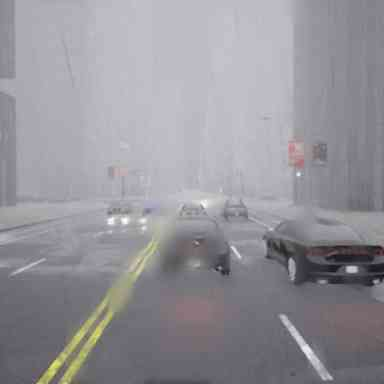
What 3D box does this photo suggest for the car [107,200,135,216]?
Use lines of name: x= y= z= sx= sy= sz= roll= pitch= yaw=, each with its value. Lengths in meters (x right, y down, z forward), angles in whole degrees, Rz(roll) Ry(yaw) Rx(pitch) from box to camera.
car: x=-6.594 y=1.475 z=31.217 sx=1.994 sy=1.385 sz=4.181 roll=0 pitch=0 yaw=0

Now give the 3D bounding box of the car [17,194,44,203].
car: x=-30.147 y=1.257 z=62.374 sx=5.009 sy=1.841 sz=2.192 roll=0 pitch=1 yaw=0

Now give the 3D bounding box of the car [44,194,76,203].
car: x=-24.720 y=1.489 z=62.382 sx=4.313 sy=1.339 sz=1.947 roll=0 pitch=1 yaw=0

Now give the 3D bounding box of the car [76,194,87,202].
car: x=-24.722 y=1.208 z=70.902 sx=4.097 sy=1.590 sz=1.967 roll=0 pitch=1 yaw=0

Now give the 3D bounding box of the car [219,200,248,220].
car: x=3.341 y=1.417 z=26.955 sx=2.128 sy=1.511 sz=4.902 roll=0 pitch=0 yaw=0

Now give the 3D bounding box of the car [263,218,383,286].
car: x=3.330 y=1.455 z=9.411 sx=1.882 sy=1.535 sz=5.008 roll=0 pitch=0 yaw=0

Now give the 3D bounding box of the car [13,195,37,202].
car: x=-35.571 y=1.388 z=70.901 sx=4.206 sy=1.307 sz=1.802 roll=0 pitch=1 yaw=0

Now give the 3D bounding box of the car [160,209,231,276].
car: x=0.082 y=1.478 z=10.280 sx=1.837 sy=1.490 sz=4.892 roll=0 pitch=0 yaw=0

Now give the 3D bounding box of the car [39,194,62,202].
car: x=-30.147 y=1.227 z=70.900 sx=4.097 sy=1.590 sz=1.967 roll=0 pitch=1 yaw=0

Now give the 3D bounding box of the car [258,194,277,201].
car: x=16.690 y=1.090 z=74.025 sx=4.097 sy=1.590 sz=1.967 roll=0 pitch=1 yaw=0

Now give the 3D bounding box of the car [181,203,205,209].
car: x=0.087 y=1.531 z=25.496 sx=1.895 sy=1.301 sz=4.718 roll=0 pitch=0 yaw=0

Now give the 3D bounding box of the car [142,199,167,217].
car: x=-3.344 y=1.390 z=30.539 sx=1.882 sy=1.535 sz=5.008 roll=0 pitch=0 yaw=0
